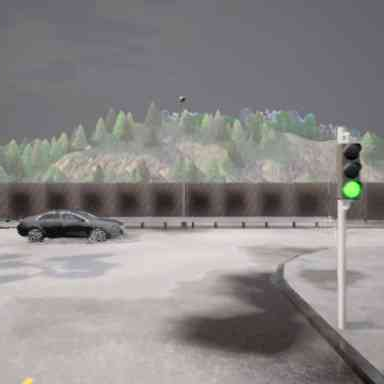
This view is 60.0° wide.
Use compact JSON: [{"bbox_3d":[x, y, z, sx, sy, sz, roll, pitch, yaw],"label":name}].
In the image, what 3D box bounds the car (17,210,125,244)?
[{"bbox_3d":[-5.712,1.616,15.959,4.902,1.511,2.128,0,0,0],"label":"car"}]
